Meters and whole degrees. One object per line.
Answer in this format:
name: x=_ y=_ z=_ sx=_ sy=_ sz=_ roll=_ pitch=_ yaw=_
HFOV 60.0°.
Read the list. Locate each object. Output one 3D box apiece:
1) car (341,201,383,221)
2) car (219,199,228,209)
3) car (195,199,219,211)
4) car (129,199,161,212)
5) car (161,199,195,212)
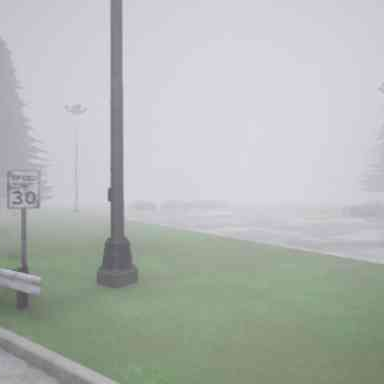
car: x=14.606 y=1.486 z=27.154 sx=2.128 sy=1.511 sz=4.902 roll=0 pitch=0 yaw=-32
car: x=3.057 y=1.627 z=45.587 sx=1.812 sy=1.442 sz=4.674 roll=0 pitch=0 yaw=-32
car: x=0.778 y=1.597 z=42.655 sx=2.128 sy=1.511 sz=4.902 roll=0 pitch=0 yaw=-32
car: x=-6.053 y=1.611 z=40.377 sx=1.882 sy=1.535 sz=5.008 roll=0 pitch=0 yaw=-32
car: x=-2.184 y=1.607 z=40.791 sx=2.128 sy=1.511 sz=4.902 roll=0 pitch=0 yaw=-32
